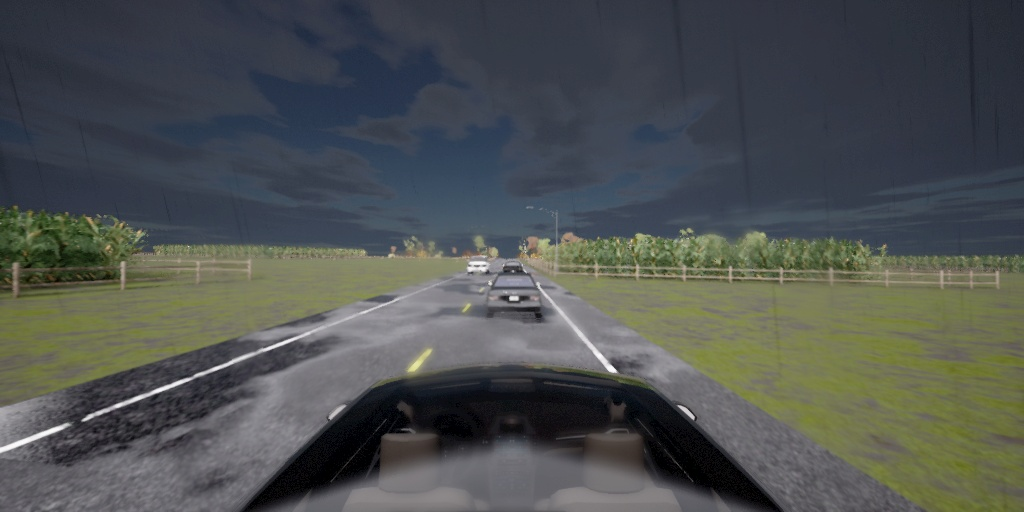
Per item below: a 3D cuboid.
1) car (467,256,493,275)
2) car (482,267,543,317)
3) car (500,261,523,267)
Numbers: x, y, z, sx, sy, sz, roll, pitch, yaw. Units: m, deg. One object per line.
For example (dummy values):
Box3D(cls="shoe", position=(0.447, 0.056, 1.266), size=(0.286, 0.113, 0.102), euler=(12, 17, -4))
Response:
Box3D(cls="car", position=(-3.602, 0.985, 39.511), size=(2.150, 2.045, 5.566), euler=(0, 0, 0))
Box3D(cls="car", position=(0.081, 1.302, 13.126), size=(2.033, 1.411, 5.357), euler=(0, 0, 0))
Box3D(cls="car", position=(0.092, 1.240, 35.250), size=(1.882, 1.535, 5.008), euler=(0, 0, 0))
